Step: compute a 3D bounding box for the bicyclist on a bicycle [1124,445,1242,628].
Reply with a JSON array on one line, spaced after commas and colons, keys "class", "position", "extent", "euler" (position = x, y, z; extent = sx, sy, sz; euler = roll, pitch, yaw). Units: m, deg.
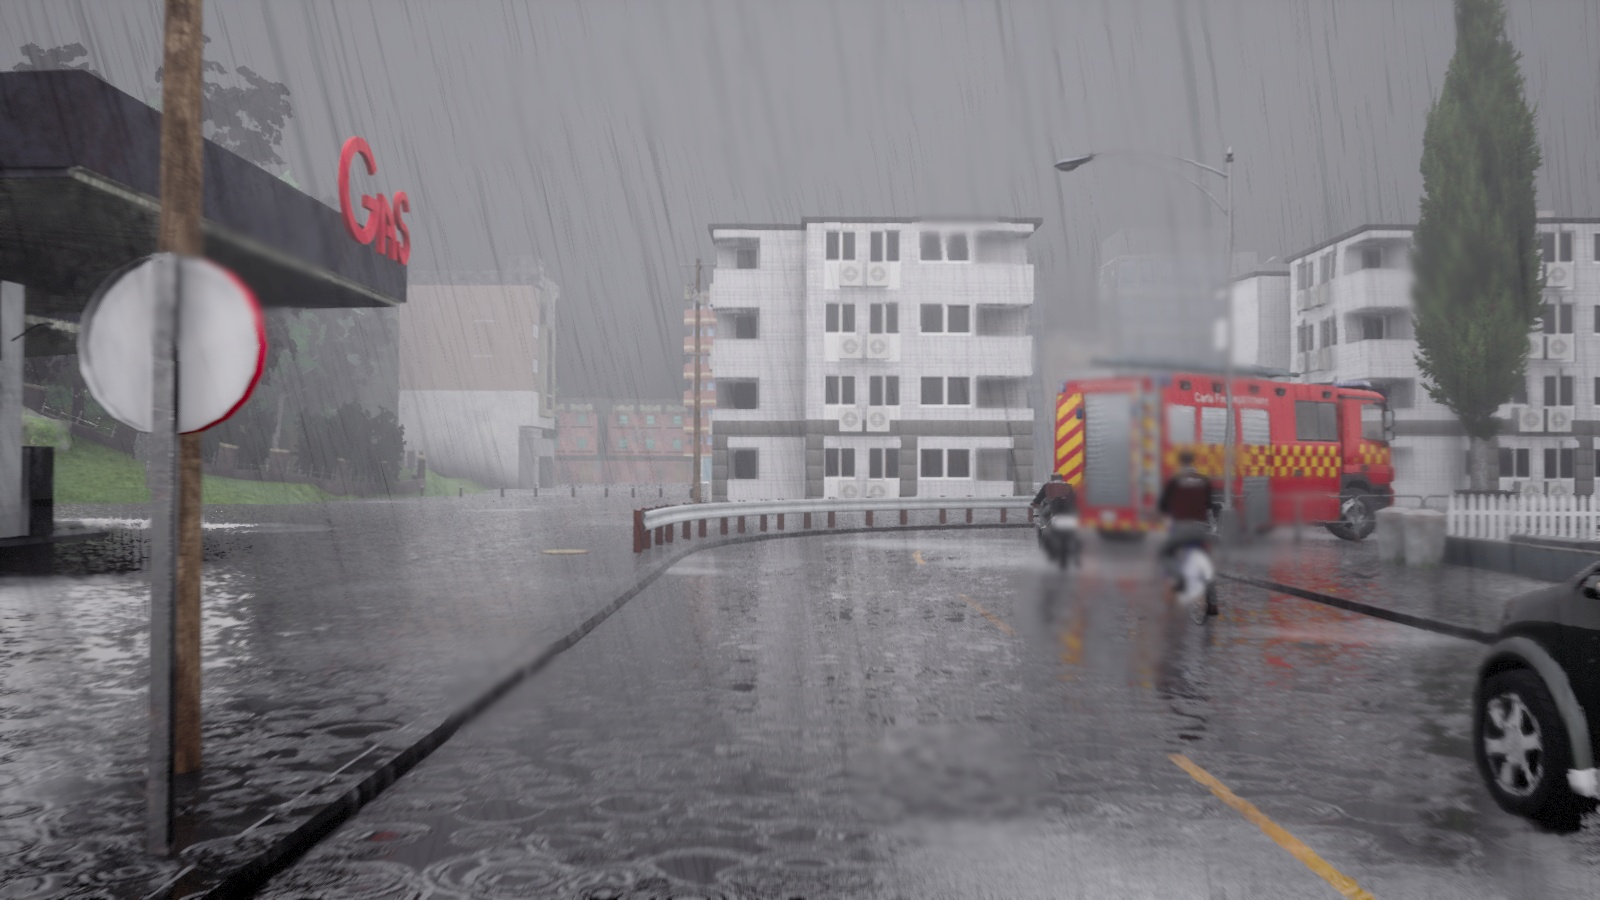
[{"class": "bicyclist on a bicycle", "position": [3.968, 0.845, 13.152], "extent": [0.659, 1.776, 1.843], "euler": [0, 0, 0]}]

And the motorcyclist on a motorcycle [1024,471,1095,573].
[{"class": "motorcyclist on a motorcycle", "position": [4.126, 1.106, 20.143], "extent": [0.866, 1.530, 2.191], "euler": [0, -1, 5]}]

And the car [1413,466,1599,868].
[{"class": "car", "position": [3.989, 0.834, 4.463], "extent": [1.789, 1.549, 3.705], "euler": [0, -1, 0]}]

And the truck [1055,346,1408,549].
[{"class": "truck", "position": [9.571, -0.016, 27.340], "extent": [8.468, 3.827, 2.891], "euler": [0, -1, -36]}]
